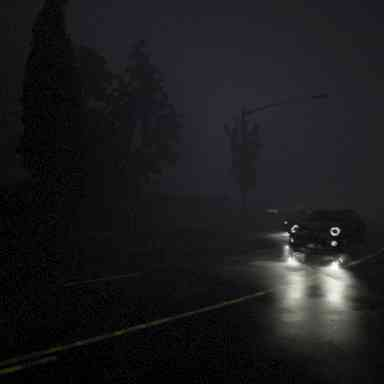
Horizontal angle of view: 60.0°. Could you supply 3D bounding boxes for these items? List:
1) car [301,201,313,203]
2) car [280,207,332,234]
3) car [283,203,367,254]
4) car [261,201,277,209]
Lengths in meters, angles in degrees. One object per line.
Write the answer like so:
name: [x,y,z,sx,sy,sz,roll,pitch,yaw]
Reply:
car: [18.702,2.229,53.745,1.882,1.535,5.008,-1,-1,-3]
car: [7.759,1.808,22.297,2.033,1.411,5.357,0,-1,33]
car: [6.019,1.504,14.496,2.097,1.767,4.553,0,-1,40]
car: [14.484,2.443,62.713,2.128,1.511,4.902,-1,-1,-5]
